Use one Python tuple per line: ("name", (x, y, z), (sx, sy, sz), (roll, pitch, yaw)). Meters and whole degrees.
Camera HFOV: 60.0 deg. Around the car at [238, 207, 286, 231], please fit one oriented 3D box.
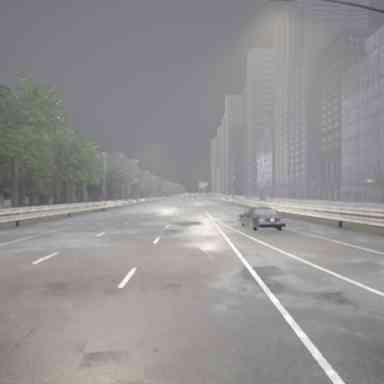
("car", (4.436, 1.691, 21.724), (2.033, 1.411, 5.357), (0, 0, -5))
